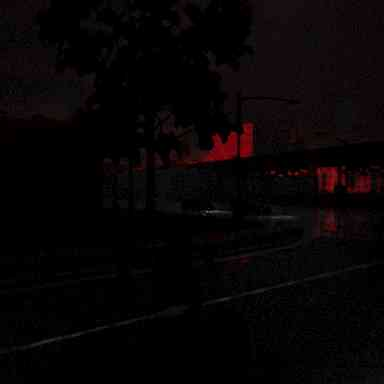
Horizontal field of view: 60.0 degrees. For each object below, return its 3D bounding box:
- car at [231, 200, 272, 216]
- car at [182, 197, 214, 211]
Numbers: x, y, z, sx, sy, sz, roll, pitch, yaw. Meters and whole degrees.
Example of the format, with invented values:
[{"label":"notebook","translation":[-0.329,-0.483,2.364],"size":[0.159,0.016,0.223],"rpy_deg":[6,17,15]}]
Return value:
[{"label":"car","translation":[6.181,1.620,35.190],"size":[1.882,1.535,5.008],"rpy_deg":[0,0,-34]},{"label":"car","translation":[0.660,1.692,43.474],"size":[2.033,1.411,5.357],"rpy_deg":[0,0,-33]}]
